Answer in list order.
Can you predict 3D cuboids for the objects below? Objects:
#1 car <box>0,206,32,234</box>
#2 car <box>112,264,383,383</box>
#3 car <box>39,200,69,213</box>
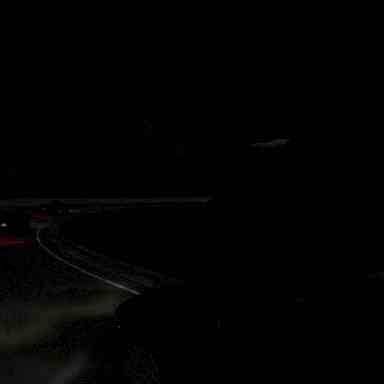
[{"bbox_3d":[-10.480,1.543,19.242,1.882,1.535,5.008,0,0,-23],"label":"car"},{"bbox_3d":[1.309,1.503,3.314,5.008,1.535,1.882,0,0,37],"label":"car"},{"bbox_3d":[-16.210,1.676,39.180,1.812,1.442,4.674,0,0,6],"label":"car"}]
